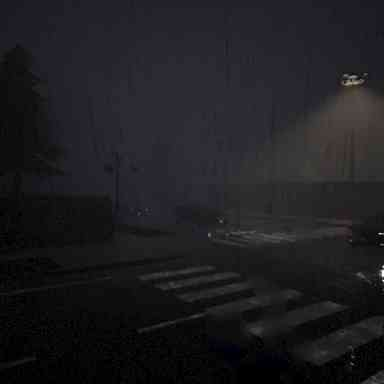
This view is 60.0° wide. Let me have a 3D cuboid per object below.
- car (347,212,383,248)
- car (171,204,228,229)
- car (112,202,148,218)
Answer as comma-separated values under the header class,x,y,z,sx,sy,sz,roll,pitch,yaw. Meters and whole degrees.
class,x,y,z,sx,sy,sz,roll,pitch,yaw
car,8.650,1.580,14.323,5.008,1.535,1.882,0,0,-35
car,0.407,1.563,22.633,2.128,1.511,4.902,0,0,-35
car,-5.989,1.672,31.658,1.895,1.301,4.718,0,0,-35
